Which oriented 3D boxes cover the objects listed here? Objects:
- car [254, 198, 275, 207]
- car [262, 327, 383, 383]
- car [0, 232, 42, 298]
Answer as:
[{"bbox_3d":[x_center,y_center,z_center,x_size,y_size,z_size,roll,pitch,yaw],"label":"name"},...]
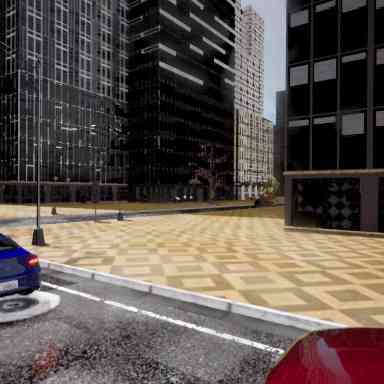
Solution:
[{"bbox_3d":[11.796,1.743,53.941,1.837,1.490,4.892,1,0,37],"label":"car"},{"bbox_3d":[2.437,1.564,1.937,4.181,1.385,1.994,0,0,35],"label":"car"},{"bbox_3d":[-5.160,1.523,7.371,4.674,1.442,1.812,0,0,36],"label":"car"}]
